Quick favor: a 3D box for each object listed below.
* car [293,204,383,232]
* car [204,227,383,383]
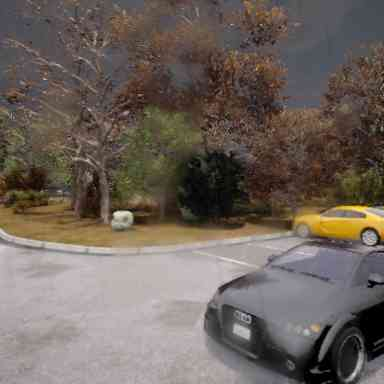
[{"bbox_3d":[6.869,1.373,14.701,2.097,1.535,5.008,0,0,-35],"label":"car"},{"bbox_3d":[2.236,1.526,5.280,4.181,1.385,1.994,-1,0,-35],"label":"car"}]
